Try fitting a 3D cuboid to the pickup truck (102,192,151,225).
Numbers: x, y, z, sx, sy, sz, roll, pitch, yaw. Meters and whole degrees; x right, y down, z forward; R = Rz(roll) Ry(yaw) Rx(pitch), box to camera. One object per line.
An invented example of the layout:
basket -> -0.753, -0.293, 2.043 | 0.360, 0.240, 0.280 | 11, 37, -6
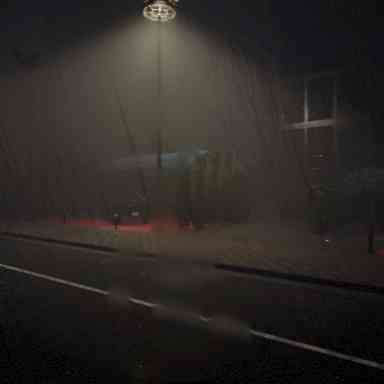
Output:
pickup truck -> -4.762, 1.037, 23.381 | 2.390, 2.098, 6.274 | 0, 0, -24
